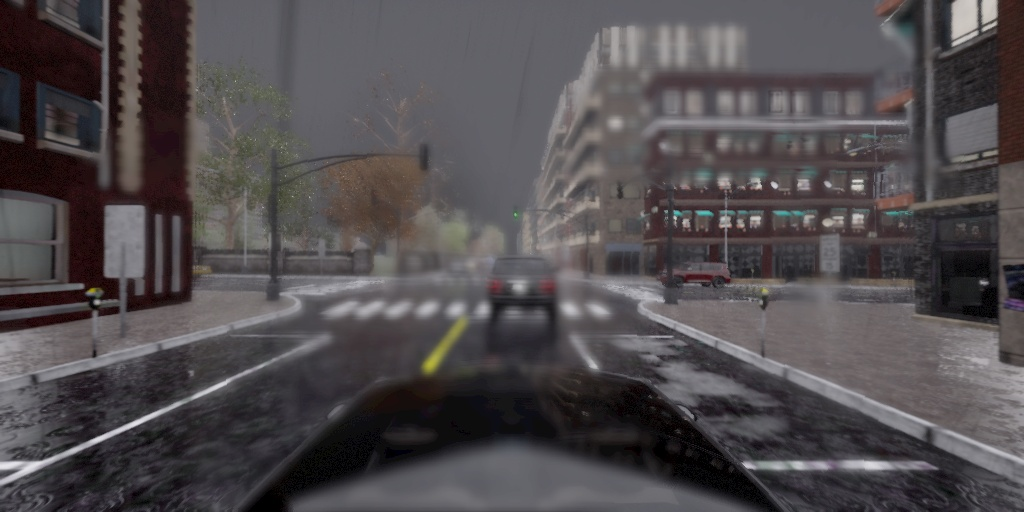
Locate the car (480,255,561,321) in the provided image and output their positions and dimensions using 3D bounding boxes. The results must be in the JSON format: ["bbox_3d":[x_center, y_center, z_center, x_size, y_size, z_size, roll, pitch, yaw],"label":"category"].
[{"bbox_3d":[0.587,0.994,12.866,2.150,2.045,5.566,0,0,8],"label":"car"}]

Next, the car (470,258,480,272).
[{"bbox_3d":[-5.688,1.383,50.000,1.751,1.417,4.829,0,0,0],"label":"car"}]

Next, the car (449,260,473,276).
[{"bbox_3d":[-5.688,1.393,38.909,1.948,1.339,4.313,0,0,0],"label":"car"}]

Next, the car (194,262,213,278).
[{"bbox_3d":[-24.742,0.925,26.205,4.829,1.417,1.751,0,0,-1],"label":"car"}]

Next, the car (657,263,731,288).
[{"bbox_3d":[13.451,1.395,26.567,5.009,1.841,2.192,0,0,-1],"label":"car"}]

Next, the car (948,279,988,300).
[{"bbox_3d":[24.957,1.826,18.328,4.207,1.307,1.802,0,0,-1],"label":"car"}]
